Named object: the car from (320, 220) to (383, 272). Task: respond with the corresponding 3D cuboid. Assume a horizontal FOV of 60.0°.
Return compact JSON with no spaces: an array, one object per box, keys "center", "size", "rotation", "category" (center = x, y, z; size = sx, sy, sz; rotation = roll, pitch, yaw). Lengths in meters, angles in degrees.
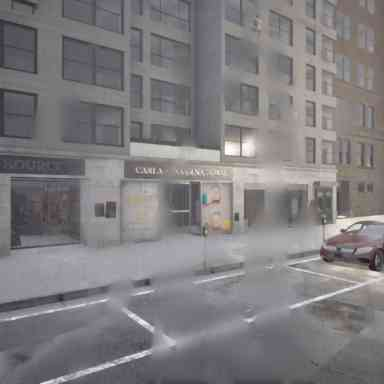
[{"center":[5.907,1.582,10.778],"size":[4.206,1.307,1.802],"rotation":[0,0,-36],"category":"car"}]
